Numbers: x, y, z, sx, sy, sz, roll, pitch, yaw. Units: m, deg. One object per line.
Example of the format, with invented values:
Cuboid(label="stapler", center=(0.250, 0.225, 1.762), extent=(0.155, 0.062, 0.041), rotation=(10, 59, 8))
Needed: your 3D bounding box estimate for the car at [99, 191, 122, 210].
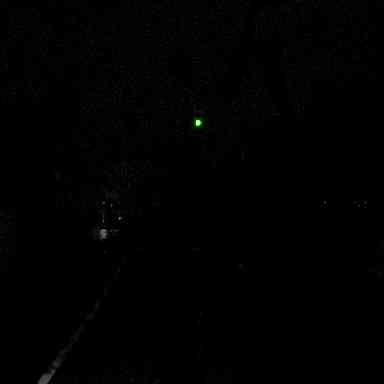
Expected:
Cuboid(label="car", center=(-7.717, 0.891, 31.857), extent=(1.812, 1.442, 4.674), rotation=(0, 2, -14))

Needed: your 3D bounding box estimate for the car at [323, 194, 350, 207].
Cuboid(label="car", center=(17.616, 1.006, 38.732), extent=(4.902, 1.511, 2.128), rotation=(2, 1, -16))

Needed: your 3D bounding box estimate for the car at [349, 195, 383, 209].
Cuboid(label="car", center=(19.828, 1.248, 35.724), extent=(4.718, 1.301, 1.895), rotation=(2, 1, -16))

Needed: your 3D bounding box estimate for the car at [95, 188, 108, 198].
Cuboid(label="car", center=(-15.358, 0.051, 56.590), extent=(1.882, 1.535, 5.008), rotation=(-1, 2, -19))
